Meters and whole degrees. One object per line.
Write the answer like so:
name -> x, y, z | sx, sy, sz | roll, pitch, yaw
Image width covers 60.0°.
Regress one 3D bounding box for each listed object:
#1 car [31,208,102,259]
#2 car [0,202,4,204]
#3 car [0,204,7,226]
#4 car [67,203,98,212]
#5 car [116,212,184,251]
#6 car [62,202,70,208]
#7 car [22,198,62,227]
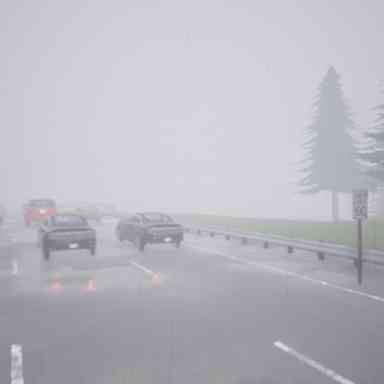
car -> -5.154, 1.640, 13.480 | 2.128, 1.511, 4.902 | 0, -1, -28
car -> -21.724, 1.877, 37.045 | 2.128, 1.511, 4.902 | 0, -1, -28
car -> -15.291, 1.825, 25.030 | 1.994, 1.385, 4.181 | 0, -1, -28
car -> -9.013, 1.906, 28.127 | 1.895, 1.301, 4.718 | 0, -1, -28
car -> -2.066, 1.660, 15.128 | 2.128, 1.511, 4.902 | 0, -1, -28
car -> -15.546, 1.909, 40.336 | 1.882, 1.535, 5.008 | 0, 0, -28
car -> -11.781, 1.500, 25.874 | 2.150, 2.045, 5.566 | 0, 0, -28
